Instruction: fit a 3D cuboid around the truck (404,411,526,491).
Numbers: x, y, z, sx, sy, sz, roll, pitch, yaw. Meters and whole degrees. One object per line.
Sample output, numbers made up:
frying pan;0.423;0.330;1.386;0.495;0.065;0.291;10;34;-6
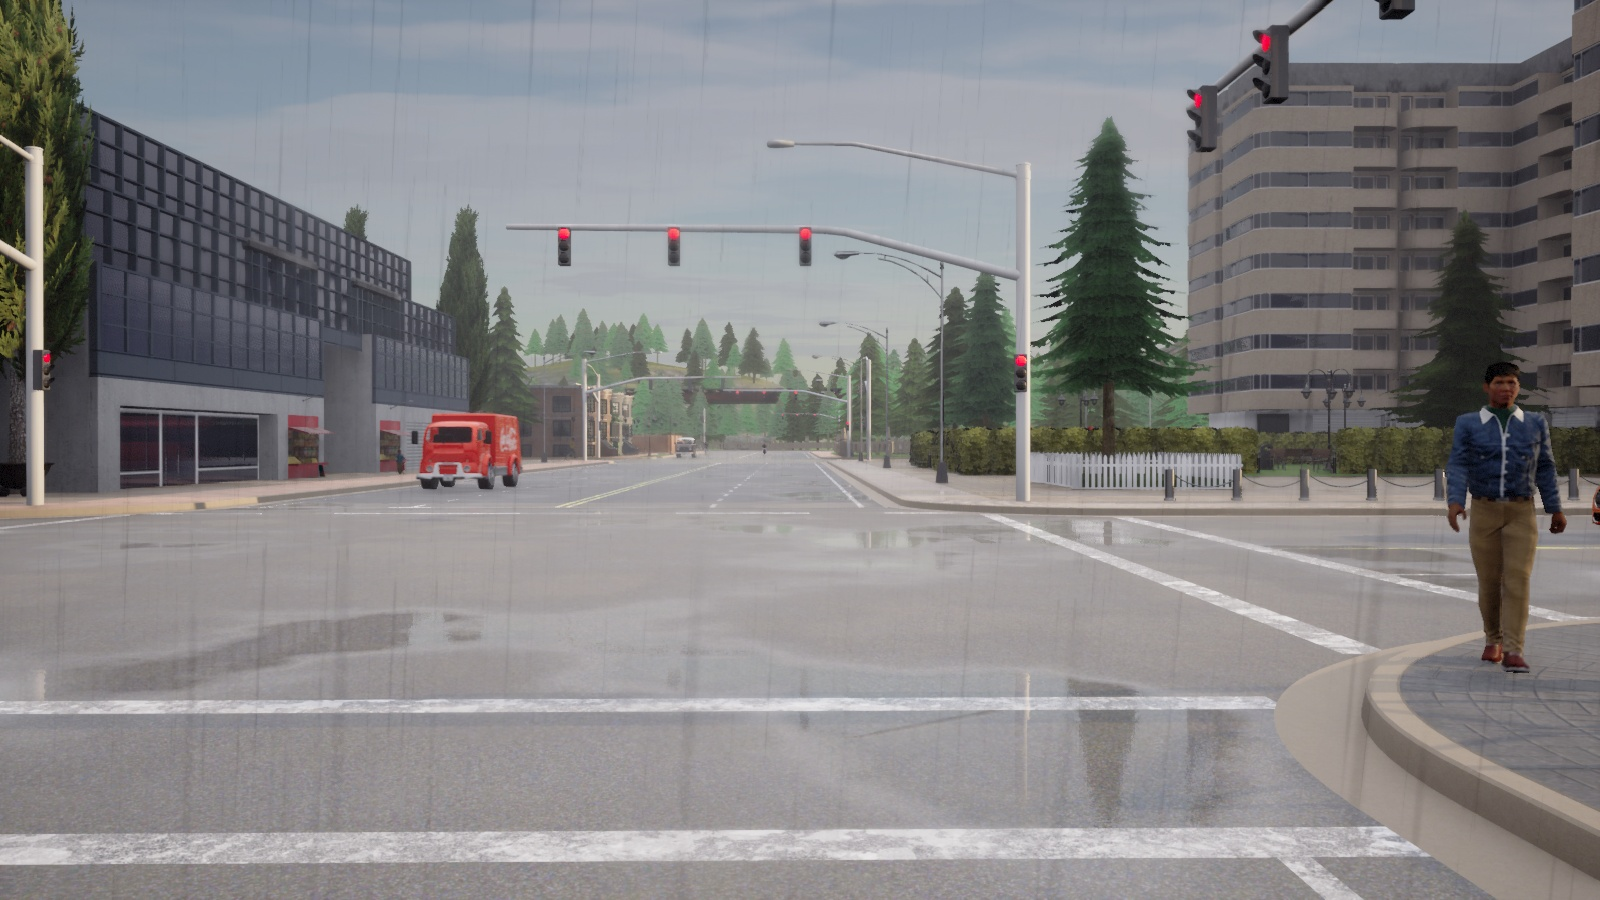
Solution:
truck;-10.892;0.018;41.304;2.627;2.467;5.204;0;0;0

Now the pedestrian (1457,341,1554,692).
pedestrian;4.138;0.367;7.400;0.423;1.949;0.788;0;0;24

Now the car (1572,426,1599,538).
car;14.889;0.507;19.479;4.553;1.767;2.097;0;0;0
